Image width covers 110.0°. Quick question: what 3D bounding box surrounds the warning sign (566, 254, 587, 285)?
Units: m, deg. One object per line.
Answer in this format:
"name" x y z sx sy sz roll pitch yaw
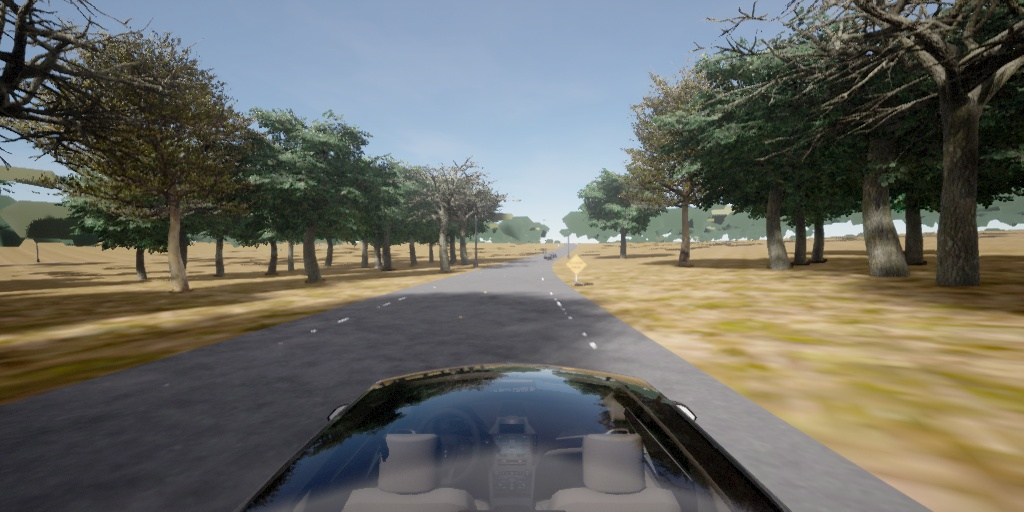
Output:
"warning sign" 3.985 0.823 22.242 1.300 1.860 1.060 0 0 2
